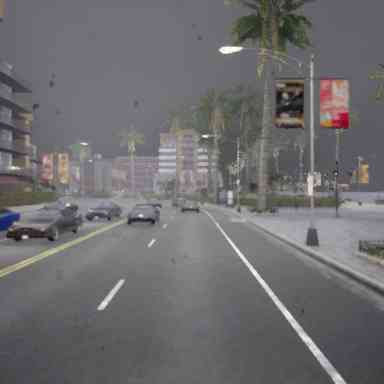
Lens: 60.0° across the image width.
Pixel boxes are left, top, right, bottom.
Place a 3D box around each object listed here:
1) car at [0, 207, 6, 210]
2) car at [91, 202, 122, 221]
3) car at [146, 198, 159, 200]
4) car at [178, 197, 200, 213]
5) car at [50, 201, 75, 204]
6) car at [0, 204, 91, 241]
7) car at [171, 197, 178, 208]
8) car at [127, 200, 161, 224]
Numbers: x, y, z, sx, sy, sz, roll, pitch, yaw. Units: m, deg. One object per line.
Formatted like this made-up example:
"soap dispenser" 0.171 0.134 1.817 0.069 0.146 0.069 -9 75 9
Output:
"car" -10.623 1.470 16.858 1.882 1.535 5.008 0 0 0
"car" -7.121 1.531 27.513 2.033 1.411 5.357 0 0 0
"car" -5.739 1.532 48.824 1.994 1.385 4.181 0 0 -13
"car" -0.247 1.539 36.983 1.994 1.385 4.181 0 0 -4
"car" -10.660 1.477 27.081 2.128 1.511 4.902 0 0 0
"car" -7.118 1.539 16.852 2.033 1.411 5.357 0 0 0
"car" -1.831 1.460 47.961 2.128 1.511 4.902 0 0 -13
"car" -3.436 1.548 24.355 1.994 1.385 4.181 0 0 0
